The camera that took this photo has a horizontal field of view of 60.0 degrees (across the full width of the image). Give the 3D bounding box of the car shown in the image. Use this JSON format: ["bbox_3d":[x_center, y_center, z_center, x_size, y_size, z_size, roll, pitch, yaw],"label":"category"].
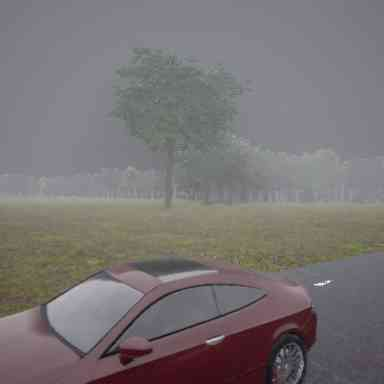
[{"bbox_3d":[-0.511,1.539,3.628,4.674,1.442,1.812,0,0,-36],"label":"car"}]
